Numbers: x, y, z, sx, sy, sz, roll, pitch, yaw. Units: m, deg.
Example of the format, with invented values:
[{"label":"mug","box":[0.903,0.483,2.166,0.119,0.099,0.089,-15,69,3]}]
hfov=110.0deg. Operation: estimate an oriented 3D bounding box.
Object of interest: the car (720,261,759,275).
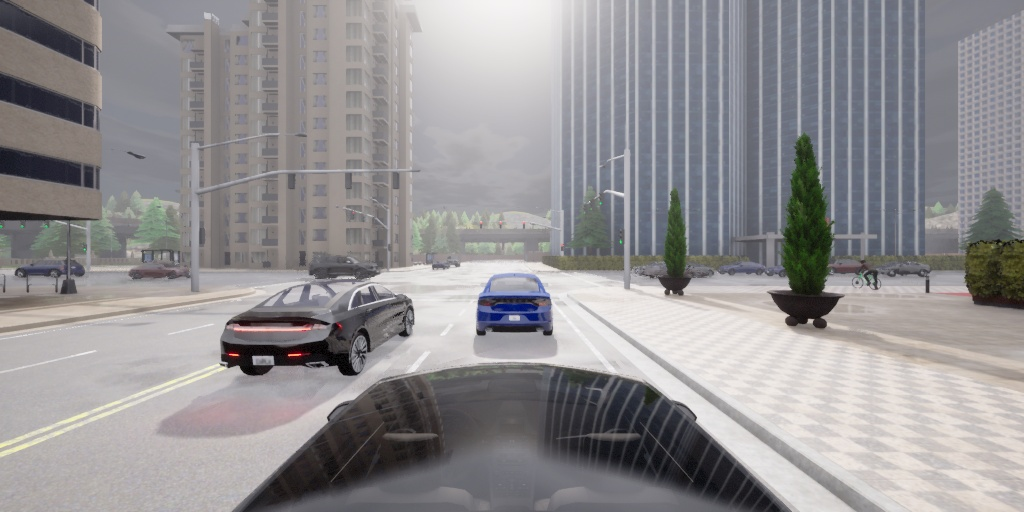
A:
[{"label":"car","box":[24.274,1.276,37.917,4.674,1.442,1.812,0,0,0]}]

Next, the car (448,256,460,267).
[{"label":"car","box":[-10.588,0.971,64.249,2.150,2.045,5.566,0,0,0]}]

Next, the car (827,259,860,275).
[{"label":"car","box":[34.359,1.102,38.014,4.553,1.767,2.097,0,0,0]}]

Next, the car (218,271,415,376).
[{"label":"car","box":[-3.446,1.242,7.416,2.128,1.511,4.902,0,0,0]}]

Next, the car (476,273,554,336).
[{"label":"car","box":[0.071,1.228,10.455,1.882,1.535,5.008,0,0,0]}]

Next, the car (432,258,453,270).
[{"label":"car","box":[-10.621,1.351,53.575,1.895,1.301,4.718,0,0,0]}]

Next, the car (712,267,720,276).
[{"label":"car","box":[16.994,1.314,34.343,4.181,1.385,1.994,0,0,-1]}]

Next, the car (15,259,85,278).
[{"label":"car","box":[-43.384,1.102,33.694,4.553,1.767,2.097,0,0,-1]}]

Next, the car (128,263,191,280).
[{"label":"car","box":[-29.376,1.276,30.170,4.674,1.442,1.812,0,0,-1]}]

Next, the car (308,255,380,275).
[{"label":"car","box":[-14.129,0.972,30.313,5.566,2.045,2.150,0,0,-1]}]

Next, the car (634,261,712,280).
[{"label":"car","box":[13.631,1.297,30.606,5.357,1.411,2.033,0,0,-1]}]

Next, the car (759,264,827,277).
[{"label":"car","box":[26.913,1.276,34.440,4.674,1.442,1.812,0,0,0]}]

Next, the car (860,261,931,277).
[{"label":"car","box":[37.234,1.242,34.538,4.902,1.511,2.128,0,0,0]}]

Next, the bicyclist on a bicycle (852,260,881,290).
[{"label":"bicyclist on a bicycle","box":[19.632,1.051,19.886,0.582,1.620,1.656,0,0,-1]}]
